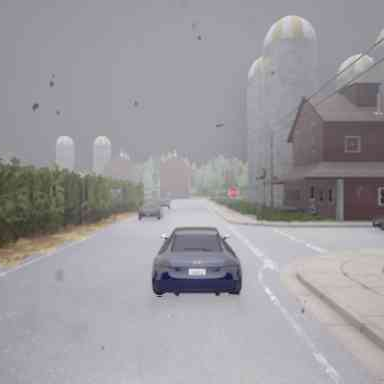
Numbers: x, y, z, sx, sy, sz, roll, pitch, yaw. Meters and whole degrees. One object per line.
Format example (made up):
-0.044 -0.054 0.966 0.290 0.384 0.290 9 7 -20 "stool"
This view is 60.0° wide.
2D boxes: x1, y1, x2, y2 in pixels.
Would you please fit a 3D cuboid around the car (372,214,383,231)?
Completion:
12.899 1.551 18.961 4.892 1.490 1.837 0 0 -1 "car"

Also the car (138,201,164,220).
-3.585 1.617 29.510 1.837 1.490 4.892 0 0 0 "car"

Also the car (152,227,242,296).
0.098 1.598 8.770 1.994 1.385 4.181 0 0 0 "car"
